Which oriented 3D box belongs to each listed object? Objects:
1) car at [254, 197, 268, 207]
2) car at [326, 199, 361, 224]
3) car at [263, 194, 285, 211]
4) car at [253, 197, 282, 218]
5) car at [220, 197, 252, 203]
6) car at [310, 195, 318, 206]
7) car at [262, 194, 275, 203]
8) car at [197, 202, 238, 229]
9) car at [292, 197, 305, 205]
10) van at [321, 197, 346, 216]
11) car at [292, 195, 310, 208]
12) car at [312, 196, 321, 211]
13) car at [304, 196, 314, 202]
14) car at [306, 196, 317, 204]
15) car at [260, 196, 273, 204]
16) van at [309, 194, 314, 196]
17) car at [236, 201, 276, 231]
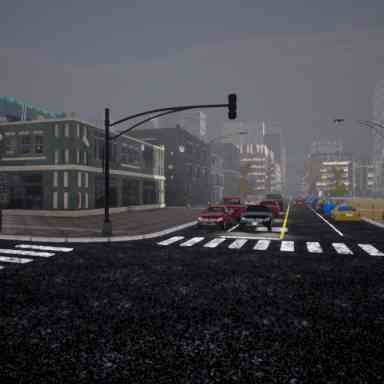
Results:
[{"bbox_3d":[11.161,1.533,53.278,1.752,1.417,4.829,0,0,17],"label":"car"},{"bbox_3d":[11.271,1.529,24.613,1.752,1.417,4.829,0,0,17],"label":"car"},{"bbox_3d":[10.111,1.227,40.731,2.150,2.045,5.566,0,0,18],"label":"car"},{"bbox_3d":[7.055,1.481,30.689,1.882,1.535,5.008,0,0,17],"label":"car"},{"bbox_3d":[3.199,1.318,26.866,2.192,1.841,5.009,0,0,17],"label":"car"},{"bbox_3d":[19.235,1.574,51.024,1.947,1.339,4.313,0,0,17],"label":"car"},{"bbox_3d":[16.018,1.326,69.384,2.192,1.841,5.009,0,0,17],"label":"car"},{"bbox_3d":[1.596,1.584,21.552,1.802,1.307,4.206,0,0,17],"label":"car"},{"bbox_3d":[18.883,1.557,59.186,2.033,1.411,5.357,0,0,17],"label":"car"},{"bbox_3d":[12.826,1.345,29.765,1.690,1.788,3.998,0,0,17],"label":"van"},{"bbox_3d":[16.102,1.571,49.619,1.994,1.385,4.181,0,0,17],"label":"car"},{"bbox_3d":[16.029,1.557,40.394,2.008,1.369,4.403,0,0,17],"label":"car"},{"bbox_3d":[27.246,1.580,77.598,1.947,1.339,4.313,0,0,17],"label":"car"},{"bbox_3d":[24.091,1.536,67.130,1.752,1.417,4.829,0,0,17],"label":"car"},{"bbox_3d":[14.415,1.560,64.070,2.008,1.369,4.403,0,0,17],"label":"car"},{"bbox_3d":[22.441,1.351,61.653,1.690,1.788,3.998,0,0,17],"label":"van"},{"bbox_3d":[4.163,1.528,21.080,1.812,1.442,4.674,0,0,15],"label":"car"}]
